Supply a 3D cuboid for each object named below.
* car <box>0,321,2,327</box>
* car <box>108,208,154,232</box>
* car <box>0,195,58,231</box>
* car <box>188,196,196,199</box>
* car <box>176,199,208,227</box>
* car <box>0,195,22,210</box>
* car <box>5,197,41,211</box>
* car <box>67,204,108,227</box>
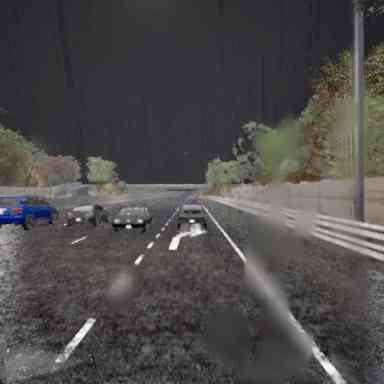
[{"bbox_3d":[-3.400,1.599,2.179,1.895,1.301,4.718,0,0,0],"label":"car"},{"bbox_3d":[-3.390,1.586,20.032,1.895,1.301,4.718,0,0,0],"label":"car"},{"bbox_3d":[-10.395,1.206,20.771,2.150,2.045,5.566,0,0,0],"label":"car"},{"bbox_3d":[0.030,1.579,77.084,1.812,1.442,4.674,0,0,0],"label":"car"},{"bbox_3d":[0.006,1.490,22.416,1.837,1.490,4.892,0,0,0],"label":"car"},{"bbox_3d":[-24.545,1.343,43.661,2.097,1.767,4.553,0,0,0],"label":"car"},{"bbox_3d":[-21.060,1.467,41.720,1.882,1.535,5.008,0,0,0],"label":"car"},{"bbox_3d":[-6.894,1.510,22.476,1.812,1.442,4.674,0,0,0],"label":"car"}]
